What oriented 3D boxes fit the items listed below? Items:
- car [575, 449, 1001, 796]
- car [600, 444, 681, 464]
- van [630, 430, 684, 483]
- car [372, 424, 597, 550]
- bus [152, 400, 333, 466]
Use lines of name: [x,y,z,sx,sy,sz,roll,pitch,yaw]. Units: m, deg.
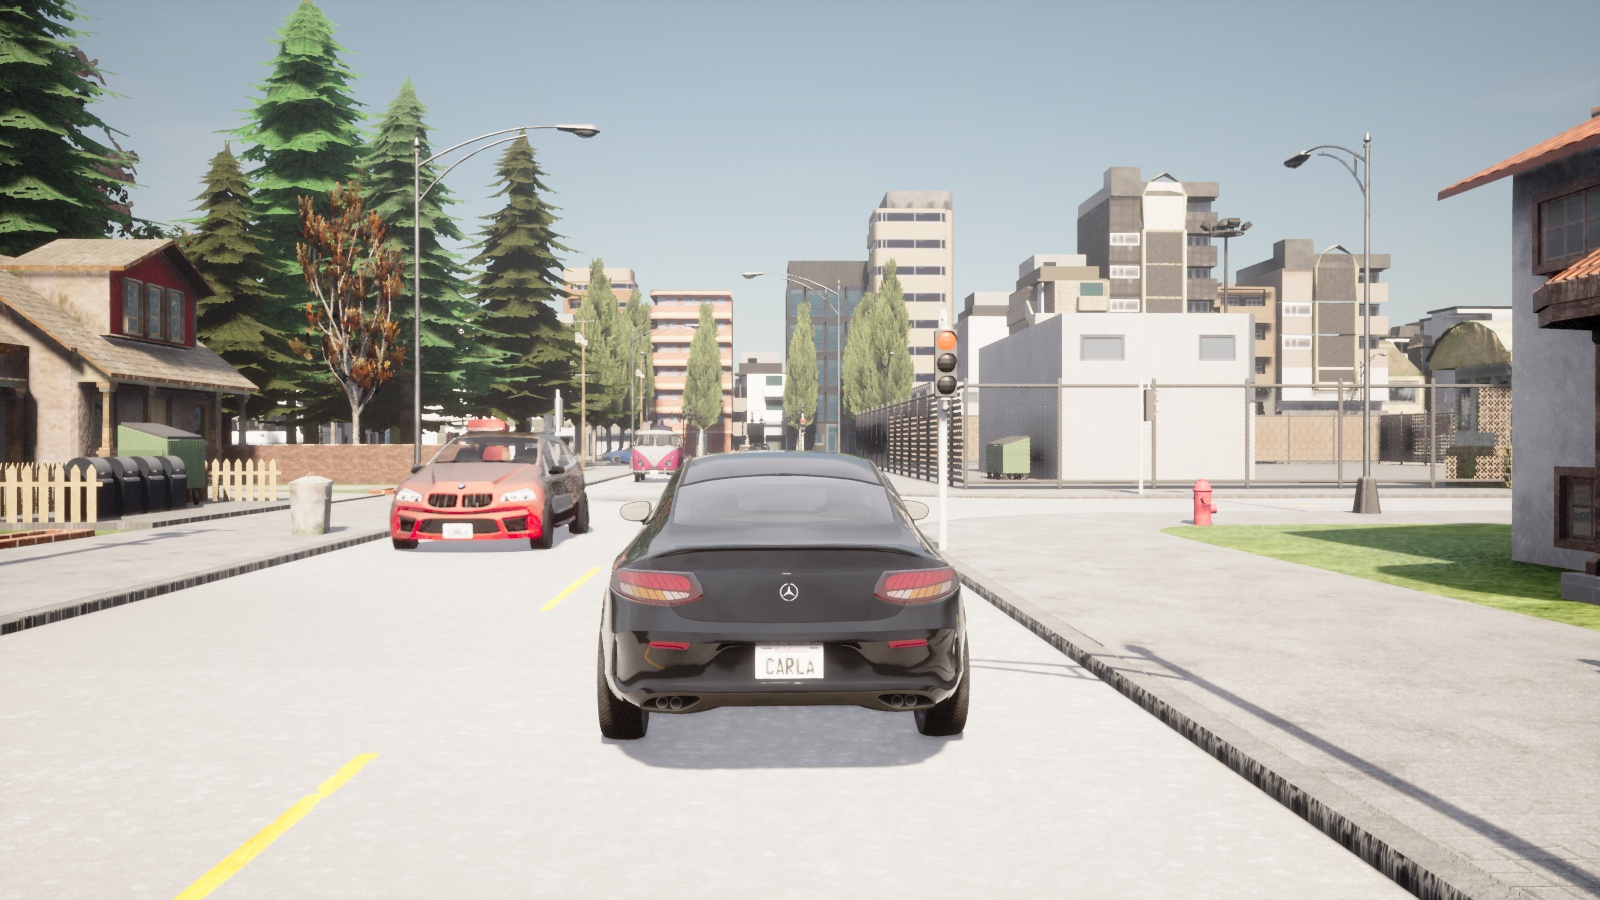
car: [-0.142,0.729,7.674,1.812,1.442,4.674,0,0,-2]
car: [-11.176,0.287,88.274,5.357,1.411,2.033,0,0,3]
van: [-5.522,0.218,49.039,1.775,1.987,4.442,0,0,-2]
car: [-4.563,0.480,18.961,2.242,1.667,4.611,0,0,0]
bus: [-36.825,-1.130,83.327,10.273,4.253,3.944,0,0,-2]
